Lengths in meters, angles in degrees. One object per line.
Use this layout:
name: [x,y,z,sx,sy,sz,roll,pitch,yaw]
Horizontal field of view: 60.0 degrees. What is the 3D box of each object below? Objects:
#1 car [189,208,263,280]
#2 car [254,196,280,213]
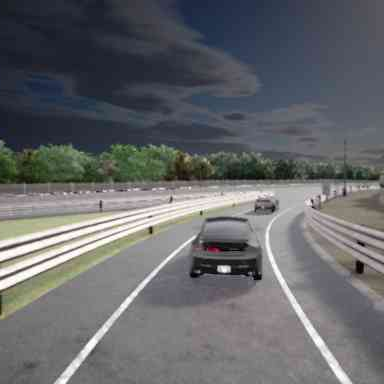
car: [1.054,1.487,10.035,1.837,1.490,4.892,0,1,7]
car: [7.228,1.110,31.776,2.128,1.511,4.902,1,1,22]
